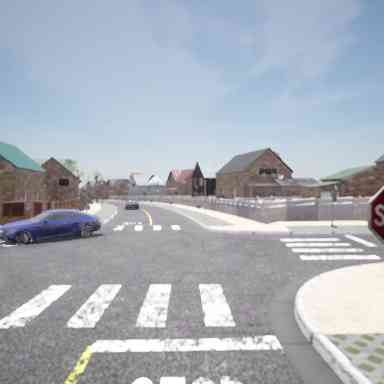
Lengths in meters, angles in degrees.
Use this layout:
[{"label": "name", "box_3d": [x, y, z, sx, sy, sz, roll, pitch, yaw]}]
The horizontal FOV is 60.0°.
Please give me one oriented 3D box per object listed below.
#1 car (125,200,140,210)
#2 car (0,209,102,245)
[{"label": "car", "box_3d": [-8.024, 1.722, 44.645, 1.895, 1.301, 4.718, 0, 0, -12]}, {"label": "car", "box_3d": [-6.800, 1.618, 16.384, 4.674, 1.442, 1.812, -2, 4, -38]}]
